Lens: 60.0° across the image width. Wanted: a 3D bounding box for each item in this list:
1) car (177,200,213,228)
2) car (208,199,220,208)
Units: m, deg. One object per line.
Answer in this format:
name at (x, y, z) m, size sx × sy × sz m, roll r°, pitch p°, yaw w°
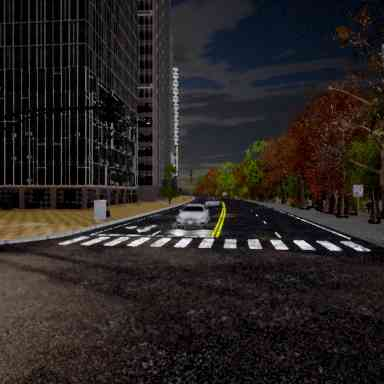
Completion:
car at (0.175, 1.542, 22.280) m, size 1.812 × 1.442 × 4.674 m, roll 0°, pitch 0°, yaw 7°
car at (3.020, 1.606, 48.228) m, size 1.895 × 1.301 × 4.718 m, roll 0°, pitch 0°, yaw 6°
